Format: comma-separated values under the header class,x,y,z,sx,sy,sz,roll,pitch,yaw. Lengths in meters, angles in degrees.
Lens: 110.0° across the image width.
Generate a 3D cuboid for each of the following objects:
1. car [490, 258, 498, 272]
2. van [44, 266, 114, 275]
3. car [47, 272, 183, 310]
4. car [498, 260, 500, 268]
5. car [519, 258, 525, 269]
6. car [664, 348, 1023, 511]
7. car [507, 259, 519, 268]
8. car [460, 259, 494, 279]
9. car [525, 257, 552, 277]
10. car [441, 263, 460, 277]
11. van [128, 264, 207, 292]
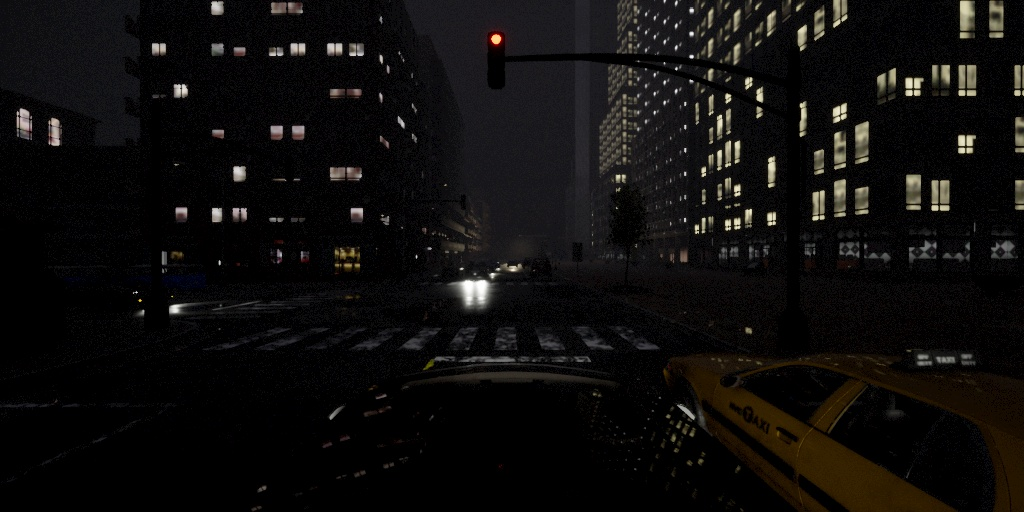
class,x,y,z,sx,sy,sz,roll,pitch,yaw
car,-3.095,1.245,44.279,1.882,1.535,5.008,0,0,0
van,-26.304,1.481,21.469,3.998,1.789,1.690,0,0,-1
car,-17.601,1.583,15.754,4.181,1.385,1.994,-1,0,-1
car,-3.066,1.140,59.748,2.097,1.767,4.553,0,0,0
car,2.693,1.099,56.863,2.192,1.841,5.009,0,0,0
car,2.689,1.275,2.515,1.751,1.417,4.829,0,0,0
car,0.106,1.287,64.295,2.128,1.511,4.902,0,0,0
car,-3.096,1.249,32.449,2.128,1.511,4.902,0,0,0
car,2.692,1.074,34.758,2.192,1.841,5.009,0,0,0
car,-5.688,1.310,34.758,2.007,1.370,4.403,0,0,0
van,-20.766,1.391,21.519,3.998,1.789,1.690,0,0,-1
